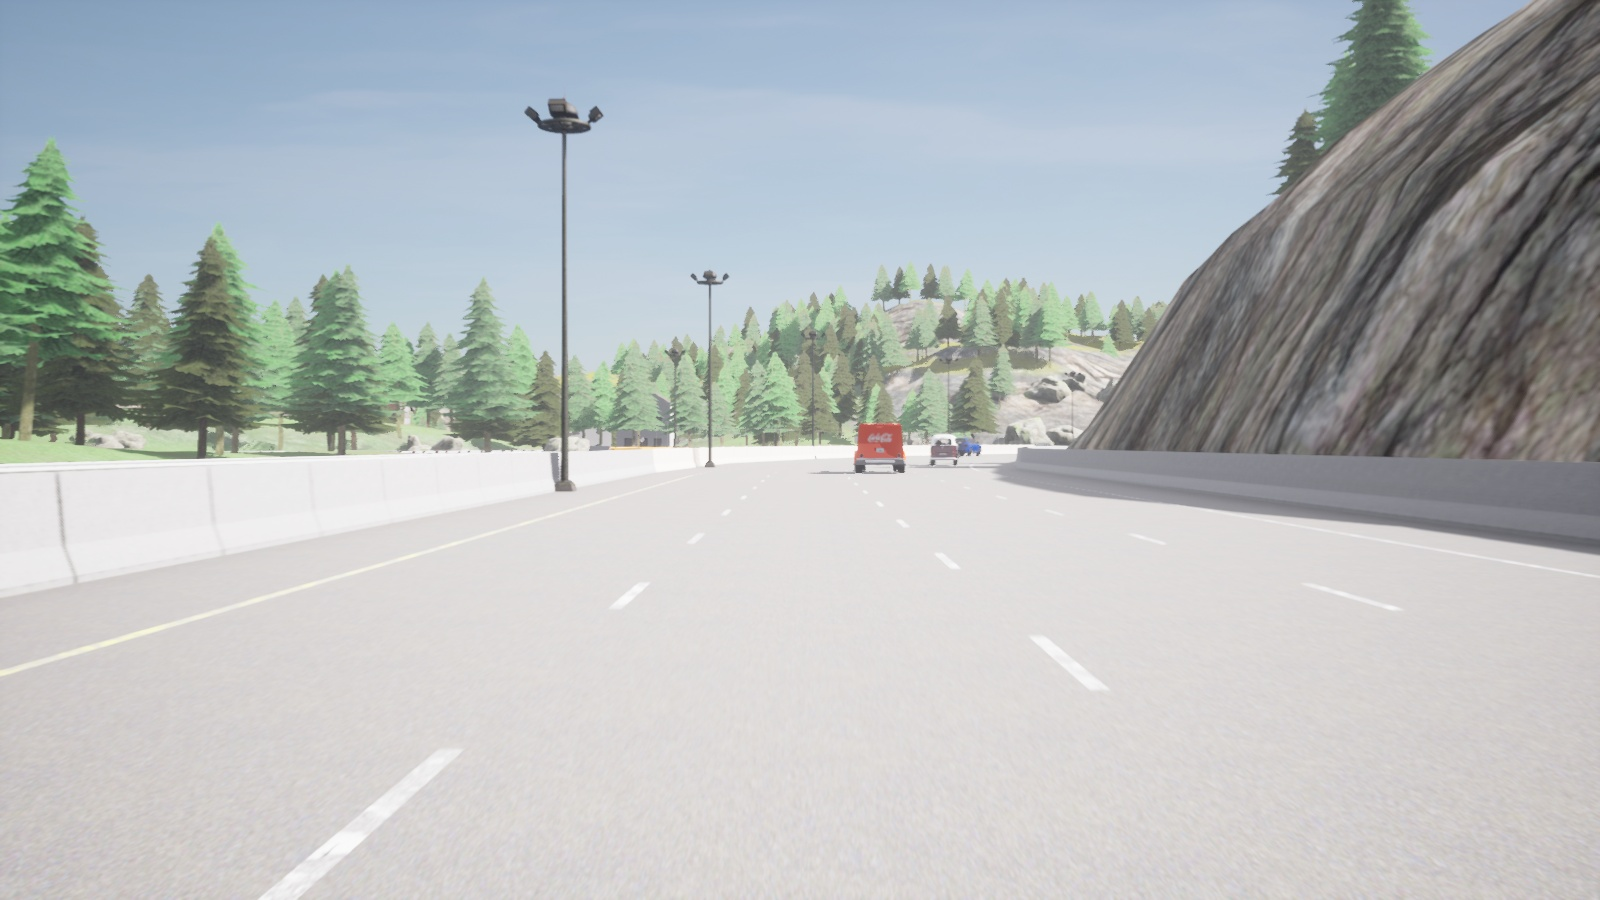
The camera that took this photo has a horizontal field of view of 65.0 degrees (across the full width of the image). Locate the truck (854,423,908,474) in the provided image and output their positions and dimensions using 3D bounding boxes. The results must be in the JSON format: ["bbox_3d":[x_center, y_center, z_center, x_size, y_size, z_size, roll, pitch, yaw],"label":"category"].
[{"bbox_3d":[4.057,-0.101,63.816,2.627,2.467,5.204,0,0,3],"label":"truck"}]

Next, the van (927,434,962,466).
[{"bbox_3d":[9.660,0.000,83.638,2.069,2.038,4.480,0,0,9],"label":"van"}]
